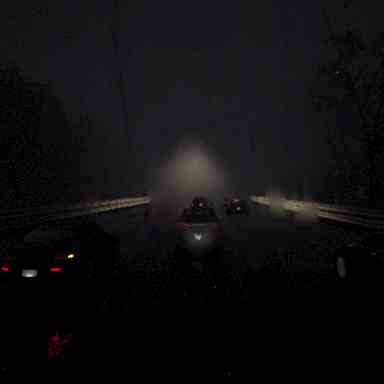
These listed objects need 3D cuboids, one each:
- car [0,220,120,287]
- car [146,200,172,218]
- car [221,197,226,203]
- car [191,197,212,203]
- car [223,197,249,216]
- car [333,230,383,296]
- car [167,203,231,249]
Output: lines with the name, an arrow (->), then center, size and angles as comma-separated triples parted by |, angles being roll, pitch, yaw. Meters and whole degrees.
car -> -3.304, 1.490, 9.132 | 1.812, 1.442, 4.674 | 0, 0, 1
car -> -2.792, 1.428, 28.456 | 1.812, 1.442, 4.674 | 0, 0, 2
car -> 4.997, 1.413, 45.749 | 2.033, 1.411, 5.357 | 0, 0, 4
car -> 0.944, 1.244, 33.547 | 2.097, 1.767, 4.553 | 0, 0, 3
car -> 4.296, 1.464, 31.858 | 1.994, 1.385, 4.181 | 0, 0, 4
car -> 4.594, 1.486, 6.809 | 1.837, 1.490, 4.892 | 0, 0, 1
car -> 0.293, 1.442, 14.436 | 2.128, 1.511, 4.902 | 0, 0, 1
